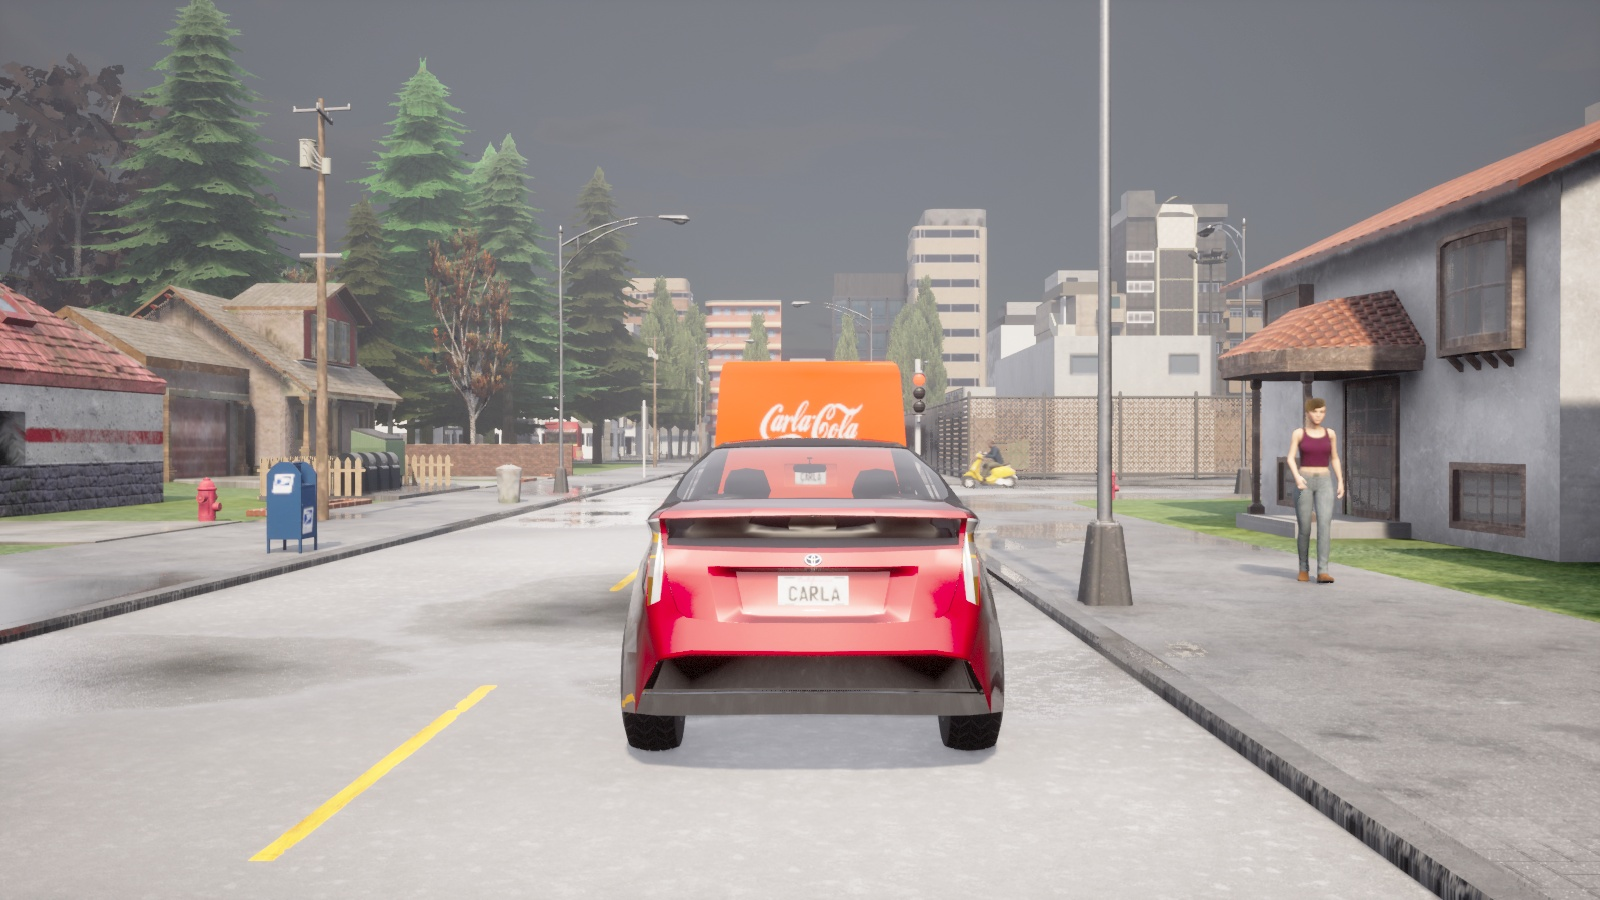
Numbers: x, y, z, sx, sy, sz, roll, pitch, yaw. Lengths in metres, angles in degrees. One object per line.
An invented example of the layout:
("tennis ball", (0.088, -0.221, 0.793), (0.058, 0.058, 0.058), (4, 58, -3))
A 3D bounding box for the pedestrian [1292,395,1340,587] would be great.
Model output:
("pedestrian", (5.076, 0.390, 12.370), (0.345, 1.836, 0.594), (0, 0, 13))

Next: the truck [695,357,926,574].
("truck", (0.118, 0.164, 16.898), (2.627, 2.467, 5.204), (0, 0, 0))

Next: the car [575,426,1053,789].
("car", (0.061, 0.651, 7.533), (2.007, 1.525, 4.514), (0, 0, 0))

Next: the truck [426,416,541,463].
("truck", (-23.756, -0.788, 94.488), (7.936, 3.462, 2.891), (0, 0, 2))

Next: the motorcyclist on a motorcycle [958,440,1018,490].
("motorcyclist on a motorcycle", (6.088, 0.475, 40.723), (1.817, 1.590, 0.866), (0, 1, -2))
